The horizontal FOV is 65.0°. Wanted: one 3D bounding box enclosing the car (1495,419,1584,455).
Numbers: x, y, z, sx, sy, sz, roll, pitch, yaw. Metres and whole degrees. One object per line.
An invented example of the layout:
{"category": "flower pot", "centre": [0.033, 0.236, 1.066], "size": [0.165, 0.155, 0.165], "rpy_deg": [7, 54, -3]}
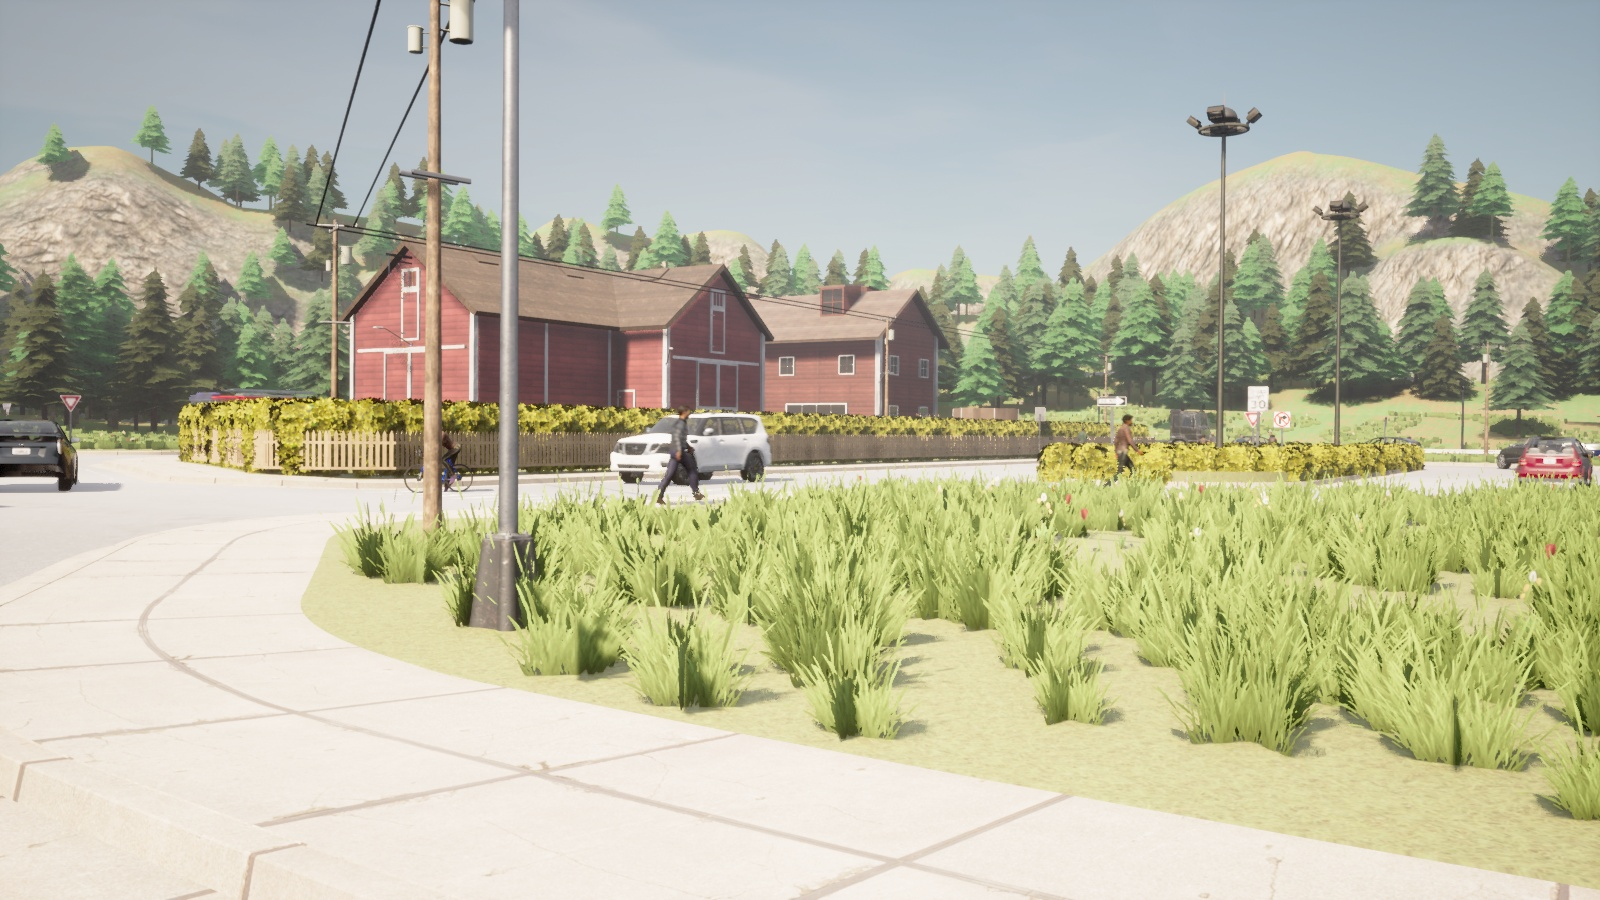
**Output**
{"category": "car", "centre": [35.236, -0.628, 59.979], "size": [2.152, 1.651, 5.027], "rpy_deg": [0, 1, 11]}

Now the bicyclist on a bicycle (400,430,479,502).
{"category": "bicyclist on a bicycle", "centre": [-8.433, 0.358, 29.386], "size": [1.656, 1.620, 0.582], "rpy_deg": [-1, 1, -36]}

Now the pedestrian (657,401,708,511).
{"category": "pedestrian", "centre": [-2.119, 0.093, 22.647], "size": [0.788, 1.949, 0.423], "rpy_deg": [-1, 1, -27]}

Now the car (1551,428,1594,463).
{"category": "car", "centre": [31.748, -0.205, 51.584], "size": [1.481, 1.376, 2.207], "rpy_deg": [0, 1, 33]}

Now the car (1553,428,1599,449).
{"category": "car", "centre": [50.155, -0.701, 79.009], "size": [4.718, 1.301, 1.895], "rpy_deg": [0, 1, 34]}

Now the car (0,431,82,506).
{"category": "car", "centre": [-17.078, 0.348, 27.755], "size": [2.007, 1.525, 4.514], "rpy_deg": [-1, 1, -29]}

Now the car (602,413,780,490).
{"category": "car", "centre": [-3.024, -0.019, 36.291], "size": [2.150, 2.045, 5.566], "rpy_deg": [0, 1, 33]}

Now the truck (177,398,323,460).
{"category": "truck", "centre": [-35.840, -1.371, 82.173], "size": [2.891, 3.827, 8.468], "rpy_deg": [0, 1, 34]}

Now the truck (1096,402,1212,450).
{"category": "truck", "centre": [26.601, -1.782, 94.525], "size": [7.936, 3.462, 2.891], "rpy_deg": [0, 1, 33]}

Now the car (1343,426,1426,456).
{"category": "car", "centre": [31.636, -0.505, 68.008], "size": [1.789, 1.549, 3.705], "rpy_deg": [-1, 1, -43]}

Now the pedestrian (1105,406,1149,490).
{"category": "pedestrian", "centre": [7.080, -0.048, 27.171], "size": [0.869, 1.805, 0.328], "rpy_deg": [0, 1, 4]}

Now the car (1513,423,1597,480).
{"category": "car", "centre": [22.048, 0.010, 36.622], "size": [1.789, 1.549, 3.705], "rpy_deg": [0, 1, 36]}
